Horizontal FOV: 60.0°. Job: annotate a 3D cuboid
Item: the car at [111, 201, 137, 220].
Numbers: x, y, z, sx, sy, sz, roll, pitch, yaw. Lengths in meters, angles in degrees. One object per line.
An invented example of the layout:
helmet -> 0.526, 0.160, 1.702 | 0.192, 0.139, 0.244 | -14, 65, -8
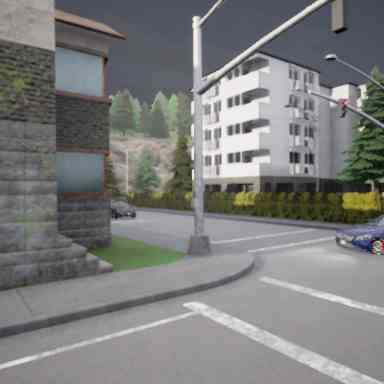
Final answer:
car -> -6.500, 1.536, 28.869 | 1.837, 1.490, 4.892 | -1, 1, -36

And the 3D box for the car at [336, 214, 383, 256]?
car -> 7.761, 1.500, 12.392 | 4.674, 1.442, 1.812 | -1, 0, -9
